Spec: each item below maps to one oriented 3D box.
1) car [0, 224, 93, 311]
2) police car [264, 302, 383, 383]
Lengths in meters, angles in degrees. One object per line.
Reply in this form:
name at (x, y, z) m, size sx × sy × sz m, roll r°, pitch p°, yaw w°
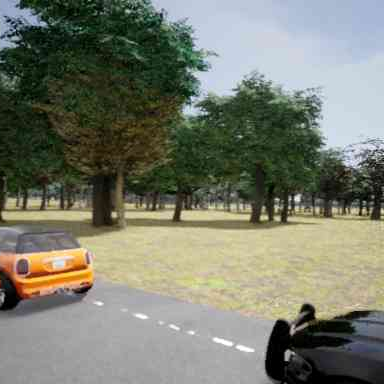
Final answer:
car at (-4.664, 1.665, 8.742) m, size 4.553 × 1.767 × 2.097 m, roll -1°, pitch -3°, yaw 37°
police car at (3.167, 1.610, 2.637) m, size 5.238 × 1.638 × 1.930 m, roll -1°, pitch -3°, yaw 39°
